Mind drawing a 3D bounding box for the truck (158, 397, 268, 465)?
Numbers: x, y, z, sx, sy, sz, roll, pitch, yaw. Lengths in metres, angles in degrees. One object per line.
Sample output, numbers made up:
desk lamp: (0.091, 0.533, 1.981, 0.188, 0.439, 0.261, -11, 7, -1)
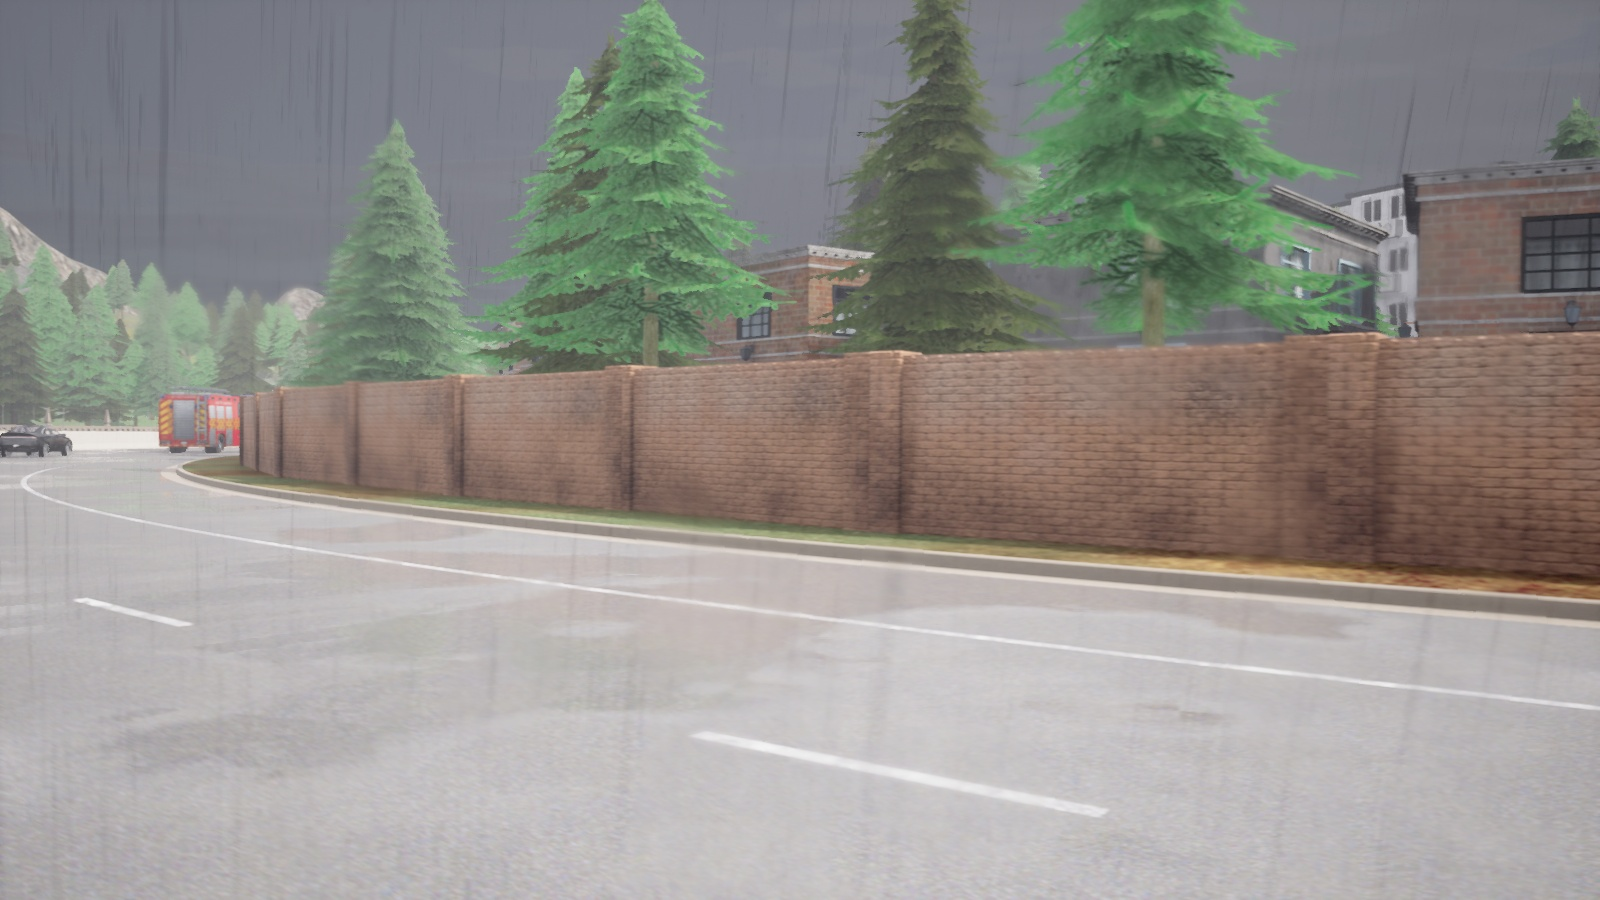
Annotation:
truck: (-35.104, -1.124, 75.489, 2.891, 3.827, 8.468, -1, 1, -2)

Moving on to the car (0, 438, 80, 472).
car: (-36.819, 0.208, 60.637, 2.128, 1.511, 4.902, -1, 1, -11)
